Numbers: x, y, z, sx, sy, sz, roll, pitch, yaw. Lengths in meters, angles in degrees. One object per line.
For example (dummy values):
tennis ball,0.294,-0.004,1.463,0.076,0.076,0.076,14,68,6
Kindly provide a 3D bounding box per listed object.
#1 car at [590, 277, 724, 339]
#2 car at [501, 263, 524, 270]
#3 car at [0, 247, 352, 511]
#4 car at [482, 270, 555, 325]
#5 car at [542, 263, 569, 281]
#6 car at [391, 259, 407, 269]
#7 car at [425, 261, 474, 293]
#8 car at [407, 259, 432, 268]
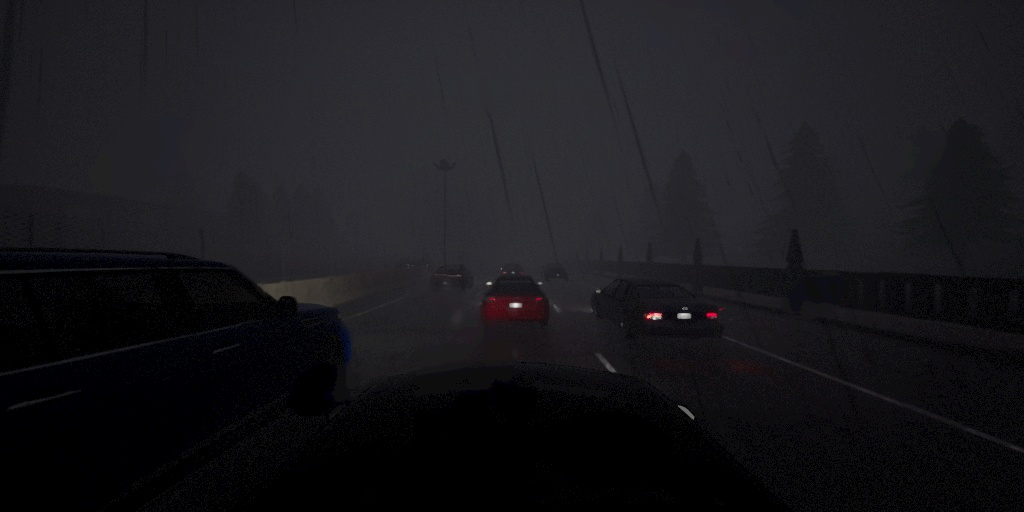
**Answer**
car,3.600,1.304,10.010,2.033,1.411,5.357,0,0,0
car,0.047,1.320,29.717,2.033,1.411,5.357,0,0,-1
car,-3.399,0.972,2.861,2.150,2.045,5.566,0,0,0
car,0.100,1.322,11.821,1.994,1.385,4.181,0,0,0
car,3.545,1.298,30.193,1.812,1.442,4.674,0,0,-1
car,-14.651,1.141,49.641,2.097,1.767,4.553,0,0,-1
car,-3.403,1.257,21.213,2.128,1.511,4.902,0,0,0
car,-11.009,1.135,44.419,2.097,1.767,4.553,0,0,-1
